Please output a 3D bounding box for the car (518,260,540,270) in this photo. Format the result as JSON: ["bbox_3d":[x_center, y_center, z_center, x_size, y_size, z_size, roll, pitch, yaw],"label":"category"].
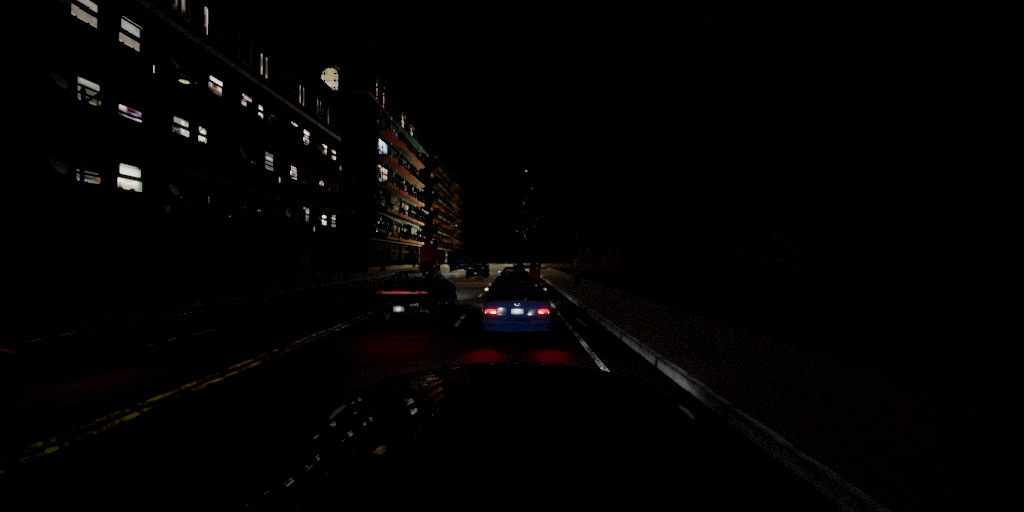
[{"bbox_3d":[1.187,1.103,29.865,2.097,1.767,4.553,0,0,0],"label":"car"}]

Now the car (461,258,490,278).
[{"bbox_3d":[-3.094,1.244,33.091,2.128,1.511,4.902,0,0,0],"label":"car"}]

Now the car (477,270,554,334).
[{"bbox_3d":[0.117,1.299,10.597,2.033,1.411,5.357,0,0,0],"label":"car"}]

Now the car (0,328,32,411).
[{"bbox_3d":[-6.601,1.255,2.105,1.837,1.490,4.892,0,0,0],"label":"car"}]

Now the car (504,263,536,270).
[{"bbox_3d":[0.128,1.316,20.930,1.994,1.385,4.181,0,0,1],"label":"car"}]

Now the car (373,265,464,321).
[{"bbox_3d":[-3.132,1.242,12.334,2.128,1.511,4.902,0,0,0],"label":"car"}]

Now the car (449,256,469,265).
[{"bbox_3d":[-6.522,0.972,45.541,2.150,2.045,5.566,0,0,0],"label":"car"}]

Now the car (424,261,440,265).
[{"bbox_3d":[-9.779,1.298,42.971,2.033,1.411,5.357,0,0,0],"label":"car"}]
